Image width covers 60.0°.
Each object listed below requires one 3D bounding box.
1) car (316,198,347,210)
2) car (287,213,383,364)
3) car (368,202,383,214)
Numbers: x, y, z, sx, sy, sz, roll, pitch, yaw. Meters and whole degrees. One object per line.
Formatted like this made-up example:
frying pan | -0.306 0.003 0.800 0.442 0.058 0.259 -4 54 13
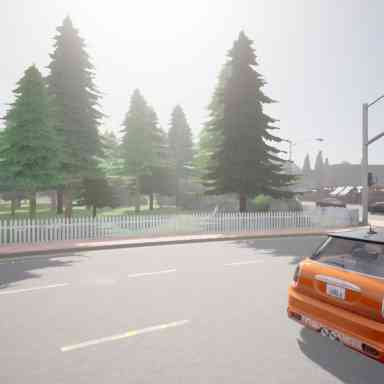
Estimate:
car | 17.860 1.533 42.874 1.882 1.535 5.008 0 0 -8
car | 3.836 1.352 5.398 4.553 1.767 2.097 0 0 -26
car | 19.259 1.656 32.585 1.895 1.301 4.718 0 0 -8
